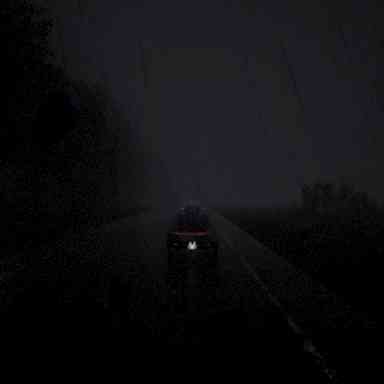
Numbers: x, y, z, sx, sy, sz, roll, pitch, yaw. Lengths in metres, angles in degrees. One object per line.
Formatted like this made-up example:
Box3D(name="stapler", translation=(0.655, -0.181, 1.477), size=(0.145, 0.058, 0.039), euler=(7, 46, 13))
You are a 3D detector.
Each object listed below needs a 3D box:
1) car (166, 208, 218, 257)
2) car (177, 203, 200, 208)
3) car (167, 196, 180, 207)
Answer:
Box3D(name="car", translation=(0.029, 1.629, 13.500), size=(2.128, 1.511, 4.902), euler=(0, 0, 1))
Box3D(name="car", translation=(0.036, 1.845, 28.372), size=(1.994, 1.385, 4.181), euler=(0, 0, 1))
Box3D(name="car", translation=(-3.485, 1.841, 64.476), size=(2.150, 2.045, 5.566), euler=(0, -1, 1))
